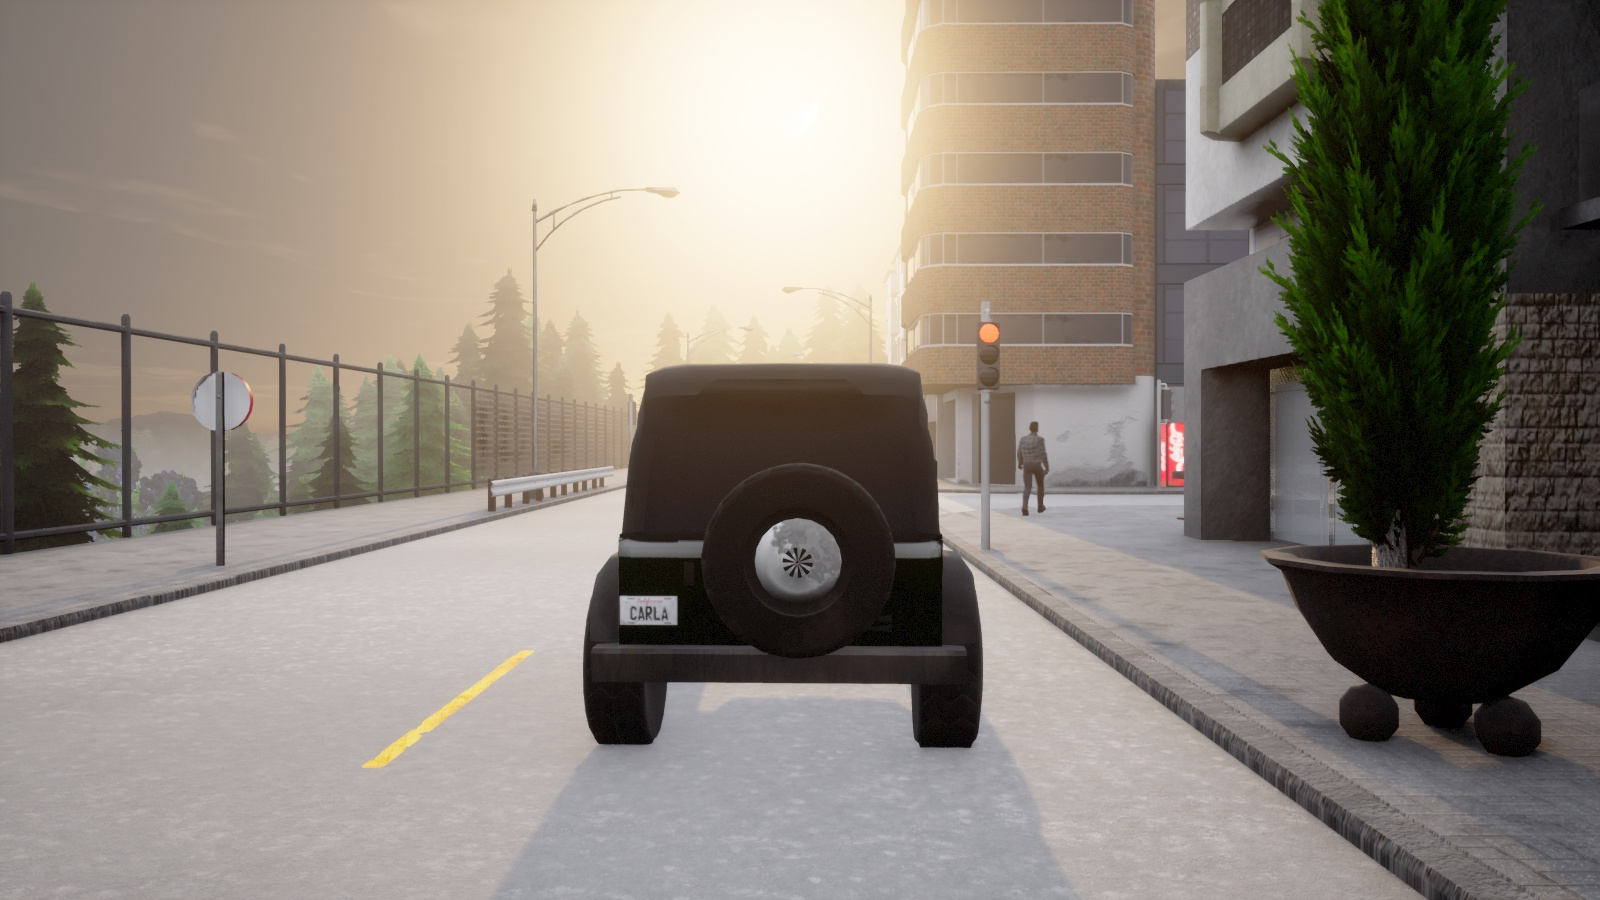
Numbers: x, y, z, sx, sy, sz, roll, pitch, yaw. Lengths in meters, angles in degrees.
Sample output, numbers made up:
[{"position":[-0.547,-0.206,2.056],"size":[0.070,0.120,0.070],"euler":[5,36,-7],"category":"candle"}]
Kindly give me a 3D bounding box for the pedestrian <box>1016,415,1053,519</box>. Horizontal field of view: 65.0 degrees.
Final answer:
[{"position":[4.481,0.311,24.004],"size":[0.423,1.949,0.788],"euler":[0,0,32],"category":"pedestrian"}]

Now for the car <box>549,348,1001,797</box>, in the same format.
[{"position":[-0.029,0.502,7.220],"size":[1.905,1.878,3.866],"euler":[0,0,2],"category":"car"}]
